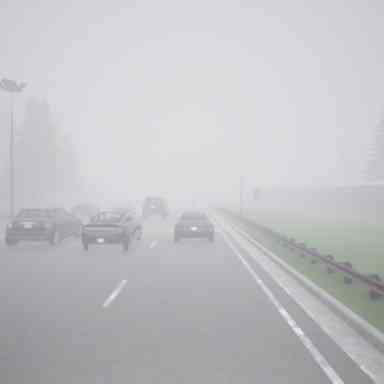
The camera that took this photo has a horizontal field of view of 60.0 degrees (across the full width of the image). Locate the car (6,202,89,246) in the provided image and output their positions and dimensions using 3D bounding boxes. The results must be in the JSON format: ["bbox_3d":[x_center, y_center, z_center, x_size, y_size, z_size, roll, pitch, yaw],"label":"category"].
[{"bbox_3d":[-6.902,1.482,16.121,2.097,1.767,4.553,0,0,0],"label":"car"}]

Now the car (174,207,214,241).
[{"bbox_3d":[0.098,1.704,17.601,1.994,1.385,4.181,0,0,0],"label":"car"}]

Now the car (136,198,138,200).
[{"bbox_3d":[-10.511,1.993,68.072,1.882,1.535,5.008,0,0,0],"label":"car"}]

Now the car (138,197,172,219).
[{"bbox_3d":[-3.405,1.475,31.873,2.150,2.045,5.566,0,0,0],"label":"car"}]

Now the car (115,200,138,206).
[{"bbox_3d":[-6.920,1.795,33.845,1.812,1.442,4.674,0,0,0],"label":"car"}]

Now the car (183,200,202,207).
[{"bbox_3d":[0.080,1.794,33.812,1.812,1.442,4.674,0,0,0],"label":"car"}]

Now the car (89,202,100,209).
[{"bbox_3d":[-10.405,1.768,32.925,1.837,1.490,4.892,0,0,0],"label":"car"}]

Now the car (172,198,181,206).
[{"bbox_3d":[-3.511,2.078,67.239,2.033,1.411,5.357,0,0,0],"label":"car"}]

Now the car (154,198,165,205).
[{"bbox_3d":[-7.012,2.090,71.822,1.812,1.442,4.674,0,0,0],"label":"car"}]

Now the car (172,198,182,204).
[{"bbox_3d":[-3.513,2.058,77.664,1.994,1.385,4.181,0,0,0],"label":"car"}]

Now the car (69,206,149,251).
[{"bbox_3d":[-3.402,1.610,14.812,2.128,1.511,4.902,0,0,0],"label":"car"}]

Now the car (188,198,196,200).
[{"bbox_3d":[-0.011,2.001,68.074,1.882,1.535,5.008,0,0,0],"label":"car"}]
